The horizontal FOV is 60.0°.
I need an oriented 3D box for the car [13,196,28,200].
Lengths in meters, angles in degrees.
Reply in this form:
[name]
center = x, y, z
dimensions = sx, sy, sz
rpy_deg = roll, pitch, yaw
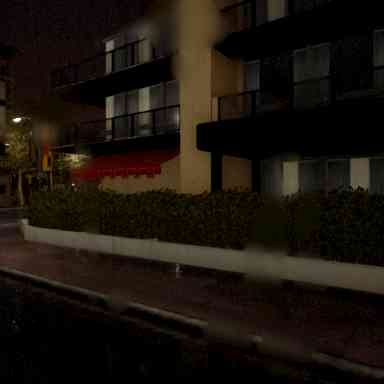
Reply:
[car]
center = -36.209, 1.480, 67.989
dimensions = 4.892, 1.521, 2.231
rpy_deg = 0, 0, 36
